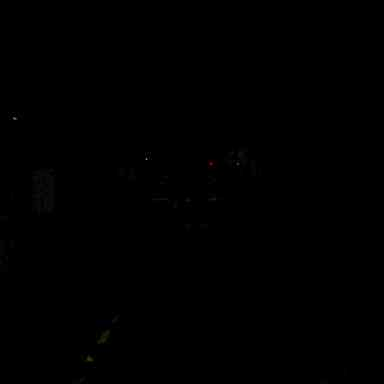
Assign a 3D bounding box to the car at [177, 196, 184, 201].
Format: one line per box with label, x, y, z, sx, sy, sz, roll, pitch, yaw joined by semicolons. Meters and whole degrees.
car;-3.129;1.840;93.117;1.994;1.385;4.181;0;0;0
